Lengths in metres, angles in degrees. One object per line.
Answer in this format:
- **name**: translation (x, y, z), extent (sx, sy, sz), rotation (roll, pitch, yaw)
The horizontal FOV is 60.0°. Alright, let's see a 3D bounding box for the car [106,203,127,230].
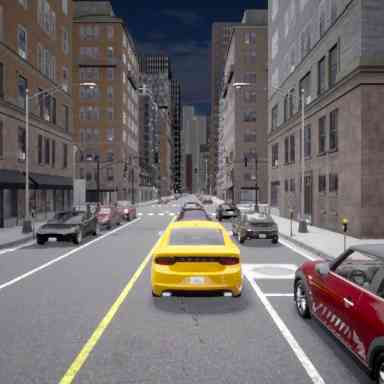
- **car**: translation (-5.661, 1.584, 21.190), extent (1.802, 1.307, 4.206), rotation (0, 0, 0)

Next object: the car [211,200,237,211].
- **car**: translation (2.867, 1.569, 26.687), extent (1.947, 1.339, 4.313), rotation (0, 0, 0)

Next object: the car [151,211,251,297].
- **car**: translation (0.098, 1.478, 8.612), extent (1.882, 1.535, 5.008), rotation (0, 0, 0)

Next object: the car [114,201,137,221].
- **car**: translation (-5.658, 1.443, 26.691), extent (1.967, 1.590, 4.097), rotation (0, 0, 0)

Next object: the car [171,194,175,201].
- **car**: translation (-5.582, 1.615, 74.611), extent (2.008, 1.369, 4.403), rotation (0, 0, 0)

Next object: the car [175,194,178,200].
- **car**: translation (-5.547, 1.636, 90.667), extent (1.752, 1.417, 4.829), rotation (0, 0, 0)

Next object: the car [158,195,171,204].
- **car**: translation (-5.607, 1.625, 63.794), extent (1.802, 1.307, 4.206), rotation (0, 0, 0)

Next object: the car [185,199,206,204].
- **car**: translation (0.011, 1.529, 26.416), extent (1.812, 1.442, 4.674), rotation (0, 0, 2)

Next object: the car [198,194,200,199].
- **car**: translation (2.942, 1.615, 74.595), extent (2.008, 1.369, 4.403), rotation (0, 0, 0)

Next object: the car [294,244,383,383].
- **car**: translation (2.858, 1.440, 4.682), extent (1.967, 1.590, 4.097), rotation (0, 0, 0)

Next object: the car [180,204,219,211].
- **car**: translation (0.114, 1.565, 17.605), extent (1.994, 1.385, 4.181), rotation (0, 0, 0)

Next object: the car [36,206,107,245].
- **car**: translation (-5.663, 1.567, 15.688), extent (1.947, 1.339, 4.313), rotation (0, 0, 0)

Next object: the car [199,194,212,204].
- **car**: translation (2.917, 1.483, 63.778), extent (1.967, 1.590, 4.097), rotation (0, 0, 0)

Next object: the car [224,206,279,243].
- **car**: translation (2.862, 1.552, 15.685), extent (2.008, 1.369, 4.403), rotation (0, 0, 0)

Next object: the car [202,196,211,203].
- **car**: translation (2.930, 1.578, 69.357), extent (1.752, 1.417, 4.829), rotation (0, 0, 0)
